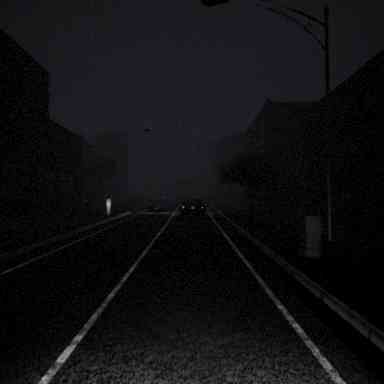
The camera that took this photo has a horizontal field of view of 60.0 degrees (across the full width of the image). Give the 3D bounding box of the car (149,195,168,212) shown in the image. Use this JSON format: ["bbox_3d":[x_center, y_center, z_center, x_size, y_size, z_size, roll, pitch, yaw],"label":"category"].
[{"bbox_3d":[-3.630,1.367,36.510,1.812,1.442,4.674,0,1,0],"label":"car"}]

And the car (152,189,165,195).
[{"bbox_3d":[-7.731,0.086,77.645,2.097,1.767,4.553,1,2,-22],"label":"car"}]

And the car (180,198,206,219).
[{"bbox_3d":[0.074,1.279,28.907,2.097,1.767,4.553,0,1,0],"label":"car"}]
